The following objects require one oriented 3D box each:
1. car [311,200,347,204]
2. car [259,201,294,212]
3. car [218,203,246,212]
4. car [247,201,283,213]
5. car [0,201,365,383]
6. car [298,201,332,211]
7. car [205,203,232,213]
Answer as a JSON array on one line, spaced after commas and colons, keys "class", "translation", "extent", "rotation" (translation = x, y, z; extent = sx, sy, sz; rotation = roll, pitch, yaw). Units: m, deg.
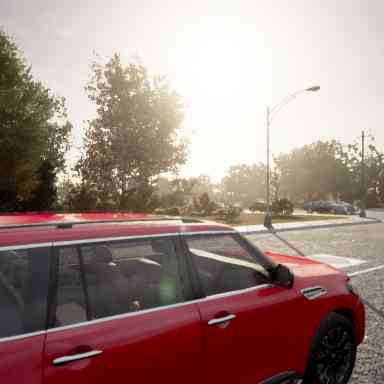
[{"class": "car", "translation": [14.624, 1.708, 36.479], "extent": [2.128, 1.511, 4.902], "rotation": [0, -1, -32]}, {"class": "car", "translation": [11.968, 2.093, 47.337], "extent": [1.837, 1.490, 4.892], "rotation": [0, -3, -32]}, {"class": "car", "translation": [6.649, 2.600, 55.866], "extent": [1.837, 1.490, 4.892], "rotation": [0, -3, -32]}, {"class": "car", "translation": [9.663, 2.028, 44.415], "extent": [1.837, 1.490, 4.892], "rotation": [0, -3, -32]}, {"class": "car", "translation": [-0.466, 1.222, 3.424], "extent": [5.566, 2.045, 2.150], "rotation": [0, 0, -37]}, {"class": "car", "translation": [18.532, 2.097, 50.378], "extent": [1.812, 1.442, 4.674], "rotation": [0, -3, -32]}, {"class": "car", "translation": [4.161, 2.542, 53.240], "extent": [1.837, 1.490, 4.892], "rotation": [0, -3, -32]}]
